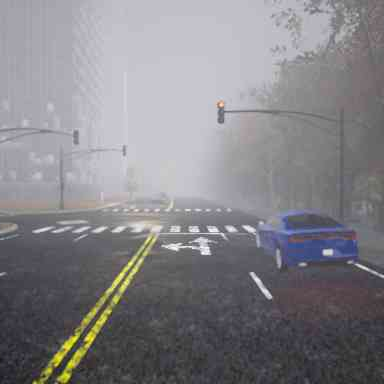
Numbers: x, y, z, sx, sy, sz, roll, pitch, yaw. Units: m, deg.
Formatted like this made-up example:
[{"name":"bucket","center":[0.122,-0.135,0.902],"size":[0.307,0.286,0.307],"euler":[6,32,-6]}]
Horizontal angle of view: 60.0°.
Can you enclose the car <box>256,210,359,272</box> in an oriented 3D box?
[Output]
[{"name":"car","center":[3.246,1.304,10.360],"size":[1.882,1.535,5.008],"euler":[-3,-1,1]}]

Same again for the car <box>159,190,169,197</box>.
[{"name":"car","center":[-6.340,0.289,74.985],"size":[2.128,1.511,4.902],"euler":[0,1,-5]}]

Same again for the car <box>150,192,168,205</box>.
[{"name":"car","center":[-4.441,0.986,44.017],"size":[2.033,1.411,5.357],"euler":[0,1,-3]}]

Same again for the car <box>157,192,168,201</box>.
[{"name":"car","center":[-5.283,0.722,59.649],"size":[1.882,1.535,5.008],"euler":[0,1,-3]}]
